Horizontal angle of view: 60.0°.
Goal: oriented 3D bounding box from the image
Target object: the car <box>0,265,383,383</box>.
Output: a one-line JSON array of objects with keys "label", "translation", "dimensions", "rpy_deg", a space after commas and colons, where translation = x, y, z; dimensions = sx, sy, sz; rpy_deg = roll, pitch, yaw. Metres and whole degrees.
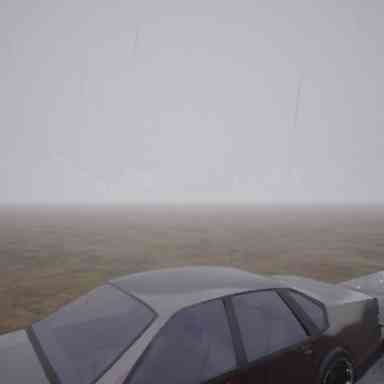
[{"label": "car", "translation": [-0.158, 1.547, 3.252], "dimensions": [5.357, 1.411, 2.033], "rpy_deg": [0, 0, -35]}]
